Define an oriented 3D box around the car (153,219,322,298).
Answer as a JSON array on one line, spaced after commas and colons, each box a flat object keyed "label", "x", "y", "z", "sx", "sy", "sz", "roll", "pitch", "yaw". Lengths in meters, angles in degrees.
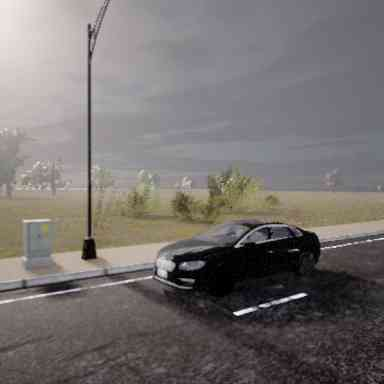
[{"label": "car", "x": 1.354, "y": 1.499, "z": 8.640, "sx": 4.902, "sy": 1.511, "sz": 2.128, "roll": 0, "pitch": 0, "yaw": -35}]
